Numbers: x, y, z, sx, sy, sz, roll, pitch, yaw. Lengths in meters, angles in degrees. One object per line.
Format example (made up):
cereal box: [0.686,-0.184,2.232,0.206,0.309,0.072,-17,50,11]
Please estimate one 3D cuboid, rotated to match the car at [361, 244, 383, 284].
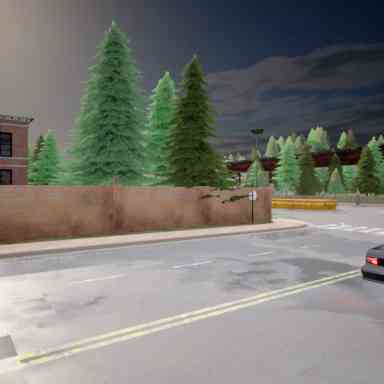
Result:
car: [6.323,1.547,8.239,5.357,1.411,2.033,0,0,-35]
